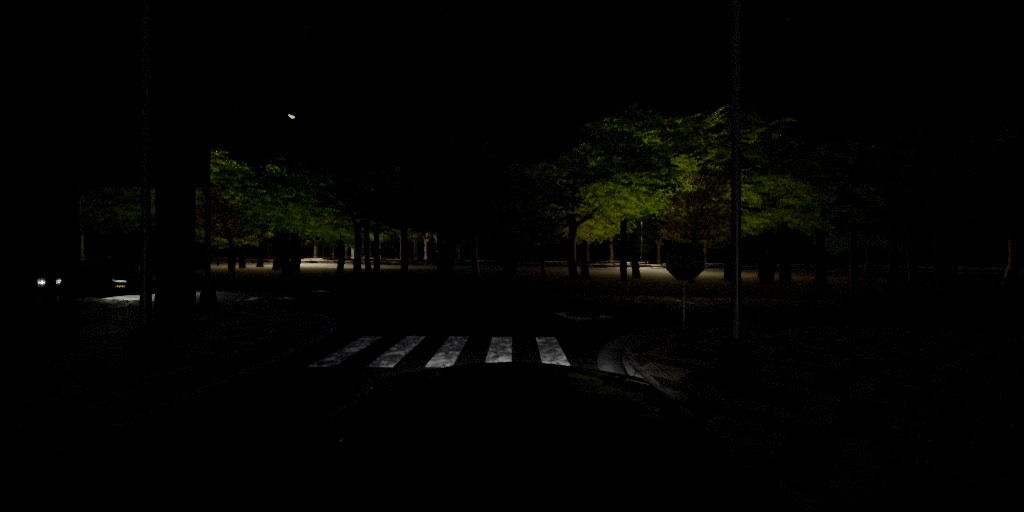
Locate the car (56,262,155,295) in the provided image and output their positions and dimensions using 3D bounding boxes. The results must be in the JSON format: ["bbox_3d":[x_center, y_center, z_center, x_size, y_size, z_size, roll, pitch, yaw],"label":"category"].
[{"bbox_3d":[-20.178,1.065,17.738,4.892,1.490,1.837,1,0,13],"label":"car"}]
